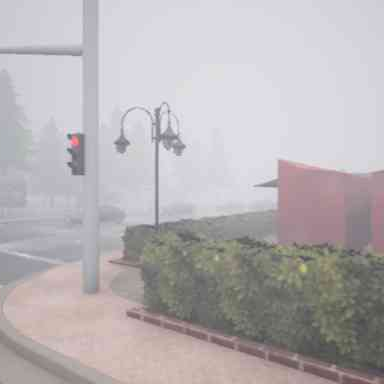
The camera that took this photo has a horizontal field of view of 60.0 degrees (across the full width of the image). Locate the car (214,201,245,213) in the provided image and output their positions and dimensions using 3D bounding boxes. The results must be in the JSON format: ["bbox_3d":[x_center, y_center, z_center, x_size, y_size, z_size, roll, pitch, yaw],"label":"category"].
[{"bbox_3d":[4.502,1.678,39.089,1.895,1.301,4.718,0,0,36],"label":"car"}]

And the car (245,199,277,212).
[{"bbox_3d":[8.219,1.577,37.931,1.837,1.490,4.892,0,0,36],"label":"car"}]

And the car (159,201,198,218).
[{"bbox_3d":[-1.356,1.568,31.023,2.128,1.511,4.902,0,0,36],"label":"car"}]

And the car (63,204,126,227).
[{"bbox_3d":[-6.748,1.602,23.549,1.812,1.442,4.674,0,0,35],"label":"car"}]
